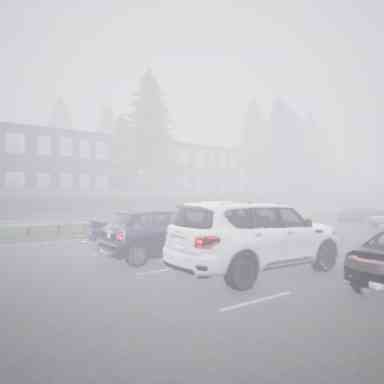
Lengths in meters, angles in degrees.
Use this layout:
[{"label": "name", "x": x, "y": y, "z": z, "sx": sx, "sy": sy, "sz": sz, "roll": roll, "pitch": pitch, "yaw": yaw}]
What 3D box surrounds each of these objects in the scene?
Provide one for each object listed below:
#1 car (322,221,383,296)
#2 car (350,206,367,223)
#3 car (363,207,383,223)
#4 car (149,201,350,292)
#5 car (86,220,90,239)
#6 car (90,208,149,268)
[{"label": "car", "x": 5.432, "y": 1.569, "z": 7.624, "sx": 4.902, "sy": 1.511, "sz": 2.128, "roll": 1, "pitch": 0, "yaw": -36}, {"label": "car", "x": 13.316, "y": 1.795, "z": 26.148, "sx": 4.181, "sy": 1.385, "sz": 1.994, "roll": 1, "pitch": 0, "yaw": -36}, {"label": "car", "x": 13.735, "y": 1.814, "z": 22.148, "sx": 4.718, "sy": 1.301, "sz": 1.895, "roll": 1, "pitch": 0, "yaw": -36}, {"label": "car", "x": 1.844, "y": 1.283, "z": 9.365, "sx": 5.566, "sy": 2.045, "sz": 2.150, "roll": 1, "pitch": 0, "yaw": -36}, {"label": "car", "x": -2.181, "y": 1.539, "z": 15.090, "sx": 5.008, "sy": 1.535, "sz": 1.882, "roll": 1, "pitch": 0, "yaw": -36}, {"label": "car", "x": -0.897, "y": 1.405, "z": 11.707, "sx": 4.553, "sy": 1.767, "sz": 2.097, "roll": 1, "pitch": 0, "yaw": -36}]
